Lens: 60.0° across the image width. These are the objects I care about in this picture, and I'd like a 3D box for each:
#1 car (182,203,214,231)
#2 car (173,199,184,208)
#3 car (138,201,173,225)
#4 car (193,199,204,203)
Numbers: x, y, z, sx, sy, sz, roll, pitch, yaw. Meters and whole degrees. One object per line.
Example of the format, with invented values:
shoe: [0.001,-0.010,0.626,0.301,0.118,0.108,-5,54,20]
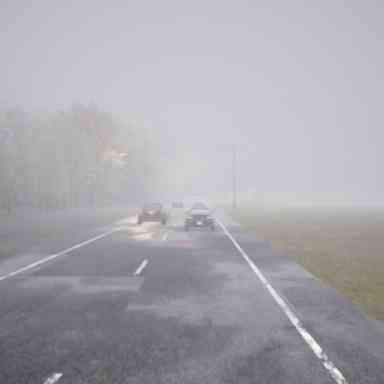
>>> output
car: [0.506,1.731,22.326,1.812,1.442,4.674,0,-1,1]
car: [-2.355,1.966,55.896,1.882,1.535,5.008,0,0,1]
car: [-2.916,1.585,26.419,2.097,1.767,4.553,0,-1,1]
car: [1.201,2.048,58.934,1.812,1.442,4.674,0,-1,1]
